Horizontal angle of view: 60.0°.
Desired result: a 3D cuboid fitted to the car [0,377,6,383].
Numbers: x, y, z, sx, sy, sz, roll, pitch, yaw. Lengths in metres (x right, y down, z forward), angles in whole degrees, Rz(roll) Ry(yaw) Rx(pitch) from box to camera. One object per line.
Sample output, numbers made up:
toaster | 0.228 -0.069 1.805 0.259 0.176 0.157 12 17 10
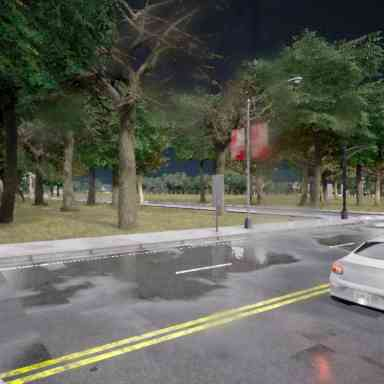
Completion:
car | -3.238 1.526 1.140 4.674 1.442 1.812 0 0 -35

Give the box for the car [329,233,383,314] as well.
car | 4.650 1.526 6.739 4.674 1.442 1.812 0 0 -35
